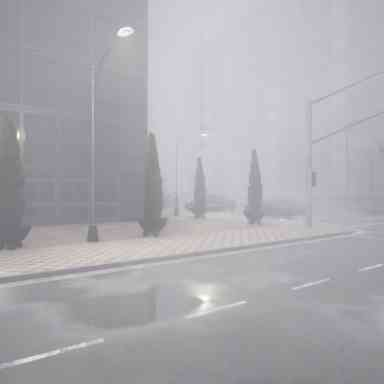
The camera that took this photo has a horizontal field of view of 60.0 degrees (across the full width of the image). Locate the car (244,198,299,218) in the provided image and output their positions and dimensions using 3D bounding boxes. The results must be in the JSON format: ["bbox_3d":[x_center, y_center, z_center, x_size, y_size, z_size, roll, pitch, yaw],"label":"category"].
[{"bbox_3d":[7.044,1.541,30.863,1.882,1.535,5.008,0,0,-36],"label":"car"}]

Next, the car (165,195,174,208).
[{"bbox_3d":[-5.165,1.555,47.628,2.128,1.511,4.902,0,0,-36],"label":"car"}]

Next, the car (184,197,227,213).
[{"bbox_3d":[1.225,1.611,38.843,2.033,1.411,5.357,0,0,-36],"label":"car"}]

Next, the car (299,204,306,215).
[{"bbox_3d":[9.487,1.416,33.455,2.097,1.767,4.553,0,0,-36],"label":"car"}]

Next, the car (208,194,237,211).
[{"bbox_3d":[3.191,1.286,42.087,2.150,2.045,5.566,0,0,-36],"label":"car"}]

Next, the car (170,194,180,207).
[{"bbox_3d":[-4.100,1.285,52.115,2.150,2.045,5.566,0,0,-37],"label":"car"}]
